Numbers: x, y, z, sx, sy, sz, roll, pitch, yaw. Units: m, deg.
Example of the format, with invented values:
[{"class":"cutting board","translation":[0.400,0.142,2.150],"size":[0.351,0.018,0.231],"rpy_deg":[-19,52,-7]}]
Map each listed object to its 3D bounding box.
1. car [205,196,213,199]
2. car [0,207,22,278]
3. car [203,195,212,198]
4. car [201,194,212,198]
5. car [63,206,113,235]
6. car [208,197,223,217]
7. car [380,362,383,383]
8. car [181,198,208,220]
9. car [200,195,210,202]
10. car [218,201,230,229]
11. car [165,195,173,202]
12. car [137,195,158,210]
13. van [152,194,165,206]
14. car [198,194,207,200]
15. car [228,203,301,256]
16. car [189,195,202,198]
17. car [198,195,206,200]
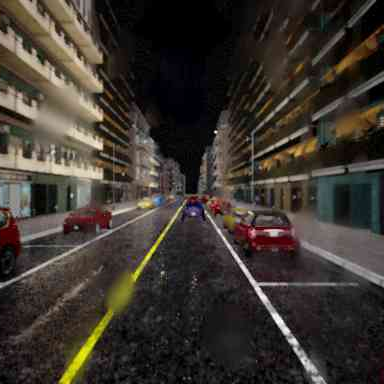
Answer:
[{"class":"car","translation":[2.701,1.456,35.532],"size":[1.887,1.381,4.507],"rpy_deg":[0,0,0]},{"class":"car","translation":[-5.689,1.292,7.243],"size":[2.192,1.841,5.009],"rpy_deg":[0,0,0]},{"class":"car","translation":[2.702,1.427,41.360],"size":[1.752,1.417,4.829],"rpy_deg":[0,0,0]},{"class":"car","translation":[2.707,1.201,58.174],"size":[2.192,1.841,5.009],"rpy_deg":[0,0,0]},{"class":"car","translation":[-5.685,1.494,18.567],"size":[1.887,1.381,4.507],"rpy_deg":[0,0,0]},{"class":"car","translation":[2.699,1.469,29.866],"size":[1.887,1.381,4.507],"rpy_deg":[0,0,0]},{"class":"car","translation":[2.691,1.575,1.560],"size":[1.802,1.307,4.206],"rpy_deg":[0,0,0]},{"class":"car","translation":[0.110,1.456,27.108],"size":[1.812,1.442,4.674],"rpy_deg":[0,0,0]},{"class":"car","translation":[2.711,1.433,69.498],"size":[2.008,1.369,4.403],"rpy_deg":[0,0,0]},{"class":"car","translation":[2.696,1.474,18.711],"size":[1.752,1.417,4.829],"rpy_deg":[0,0,0]},{"class":"car","translation":[-5.670,1.323,69.524],"size":[1.967,1.590,4.097],"rpy_deg":[0,0,0]},{"class":"car","translation":[-5.678,1.427,41.045],"size":[1.752,1.417,4.829],"rpy_deg":[0,0,0]},{"class":"van","translation":[-5.675,1.230,52.539],"size":[1.690,1.788,3.998],"rpy_deg":[0,0,0]},{"class":"car","translation":[2.716,1.327,86.483],"size":[1.967,1.590,4.097],"rpy_deg":[0,0,0]},{"class":"car","translation":[2.694,1.402,12.879],"size":[1.967,1.590,4.097],"rpy_deg":[0,0,0]},{"class":"car","translation":[0.117,1.419,46.556],"size":[1.812,1.442,4.674],"rpy_deg":[0,0,0]},{"class":"car","translation":[2.718,1.457,92.142],"size":[1.947,1.339,4.313],"rpy_deg":[0,0,0]}]
